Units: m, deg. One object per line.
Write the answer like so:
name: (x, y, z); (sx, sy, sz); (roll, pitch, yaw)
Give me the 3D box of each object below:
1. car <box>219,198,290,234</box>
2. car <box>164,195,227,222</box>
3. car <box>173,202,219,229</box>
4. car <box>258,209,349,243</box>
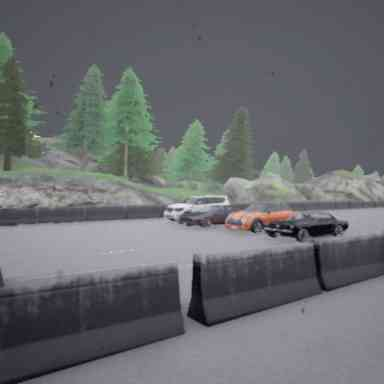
car: (4.157, 1.415, 19.850); (4.553, 1.767, 2.097); (0, 0, -35)
car: (0.585, 1.286, 25.901); (5.566, 2.045, 2.150); (0, 0, -35)
car: (1.714, 1.607, 22.411); (5.357, 1.411, 2.033); (0, 0, -35)
car: (5.790, 1.662, 16.718); (4.718, 1.301, 1.895); (0, 0, -35)
